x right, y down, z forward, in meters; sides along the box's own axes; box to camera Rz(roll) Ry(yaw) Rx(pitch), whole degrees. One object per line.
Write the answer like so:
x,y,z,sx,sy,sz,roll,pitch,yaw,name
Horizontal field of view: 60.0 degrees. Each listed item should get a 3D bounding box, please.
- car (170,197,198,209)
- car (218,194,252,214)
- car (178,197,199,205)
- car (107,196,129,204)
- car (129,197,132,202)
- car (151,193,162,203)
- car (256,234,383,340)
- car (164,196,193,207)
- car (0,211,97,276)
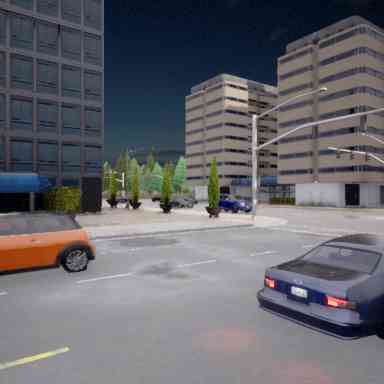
-1.617,1.504,44.475,1.837,1.490,4.892,0,0,-35,car
4.127,1.221,36.292,2.150,2.045,5.566,0,0,-35,car
-0.732,1.564,61.828,1.994,1.385,4.181,0,0,-34,car
-14.340,1.548,62.748,2.033,1.411,5.357,0,0,-35,car
-12.473,1.621,66.206,1.895,1.301,4.718,0,0,-35,car
-6.459,1.223,69.951,2.150,2.045,5.566,0,0,-35,car
3.659,1.547,6.438,5.357,1.411,2.033,0,0,-35,car
-2.143,1.488,51.324,2.128,1.511,4.902,0,0,-35,car
-5.054,1.352,8.986,4.553,1.767,2.097,0,0,-36,car
